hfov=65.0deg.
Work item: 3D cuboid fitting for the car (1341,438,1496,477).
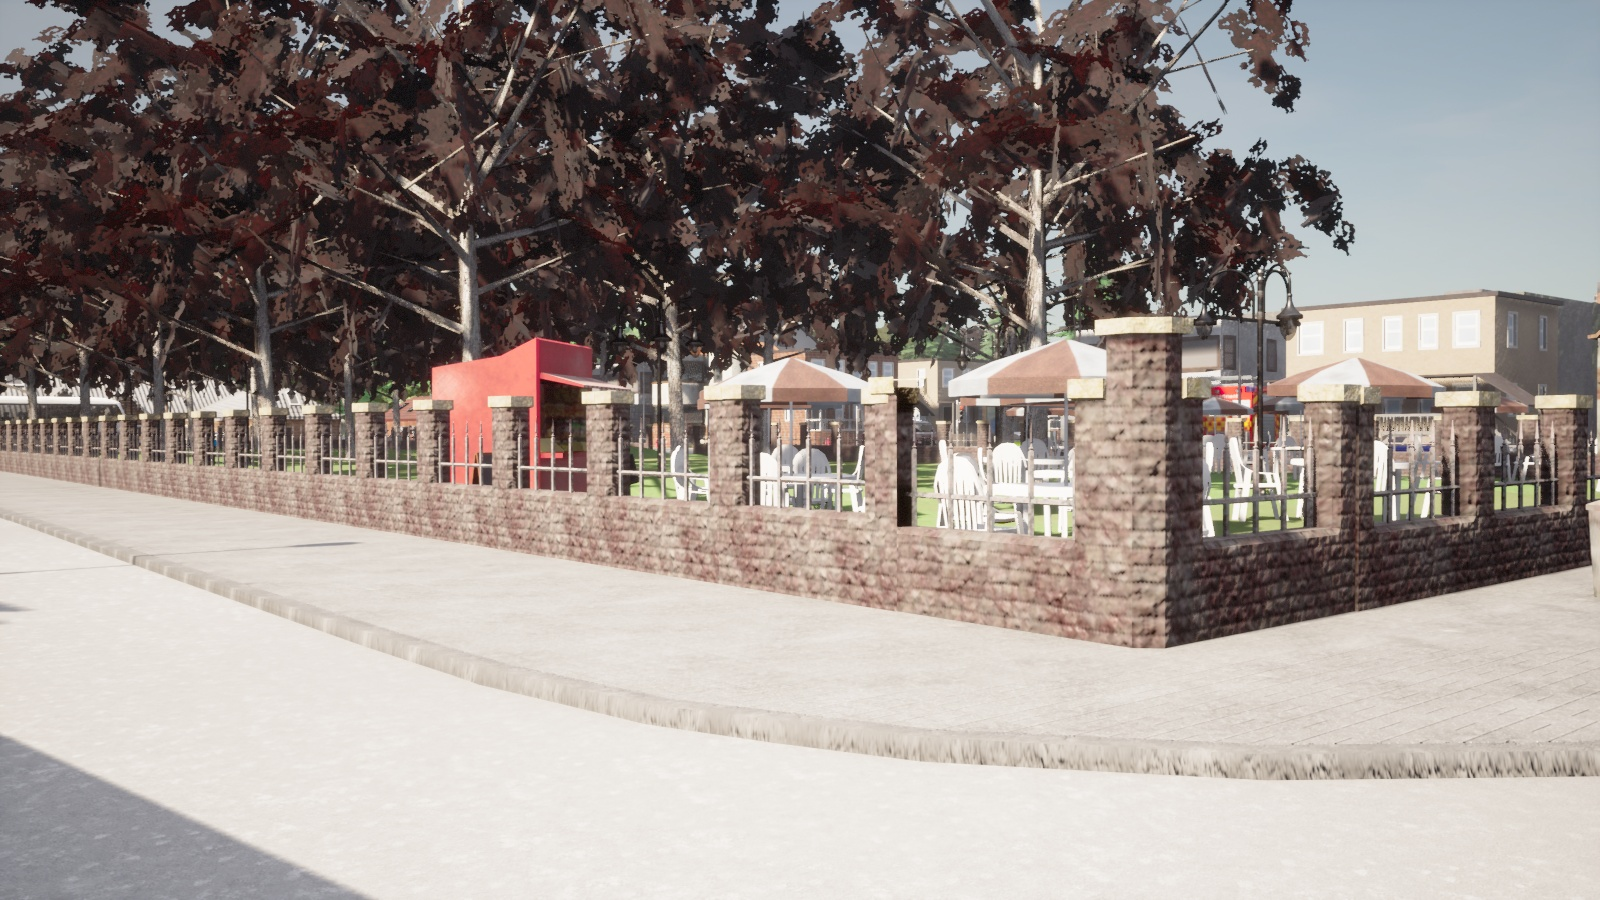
[{"bbox_3d":[22.539,0.240,45.939,1.895,1.301,4.718,-1,1,-40],"label":"car"}]

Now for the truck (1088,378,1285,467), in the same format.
[{"bbox_3d":[17.691,-1.247,58.072,2.891,3.827,8.468,-1,1,-40],"label":"truck"}]

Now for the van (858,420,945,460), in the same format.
[{"bbox_3d":[5.354,-0.550,66.732,2.069,2.038,4.480,-1,1,-39],"label":"van"}]
